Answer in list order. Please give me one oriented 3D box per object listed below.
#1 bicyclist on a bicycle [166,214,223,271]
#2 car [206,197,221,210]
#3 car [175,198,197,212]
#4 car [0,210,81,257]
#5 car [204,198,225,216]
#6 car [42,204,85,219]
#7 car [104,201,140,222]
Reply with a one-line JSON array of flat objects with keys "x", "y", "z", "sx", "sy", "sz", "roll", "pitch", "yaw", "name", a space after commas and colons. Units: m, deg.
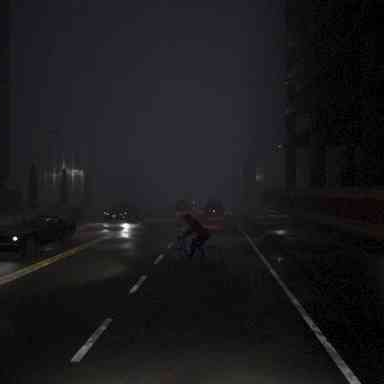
[{"x": 0.052, "y": 1.449, "z": 9.494, "sx": 1.656, "sy": 1.620, "sz": 0.582, "roll": -2, "pitch": 0, "yaw": 4, "name": "bicyclist on a bicycle"}, {"x": 2.916, "y": 1.477, "z": 43.864, "sx": 1.882, "sy": 1.535, "sz": 5.008, "roll": 0, "pitch": 0, "yaw": 6, "name": "car"}, {"x": -0.885, "y": 1.491, "z": 39.359, "sx": 2.128, "sy": 1.511, "sz": 4.902, "roll": 0, "pitch": 0, "yaw": 4, "name": "car"}, {"x": -6.344, "y": 1.601, "z": 13.027, "sx": 1.895, "sy": 1.301, "sz": 4.718, "roll": 0, "pitch": 0, "yaw": 4, "name": "car"}, {"x": 2.196, "y": 1.504, "z": 32.952, "sx": 1.837, "sy": 1.490, "sz": 4.892, "roll": 0, "pitch": 0, "yaw": 4, "name": "car"}, {"x": -9.146, "y": 1.547, "z": 22.805, "sx": 2.033, "sy": 1.411, "sz": 5.357, "roll": 0, "pitch": 0, "yaw": 4, "name": "car"}, {"x": -5.450, "y": 1.505, "z": 26.261, "sx": 1.837, "sy": 1.490, "sz": 4.892, "roll": 0, "pitch": 0, "yaw": 4, "name": "car"}]
